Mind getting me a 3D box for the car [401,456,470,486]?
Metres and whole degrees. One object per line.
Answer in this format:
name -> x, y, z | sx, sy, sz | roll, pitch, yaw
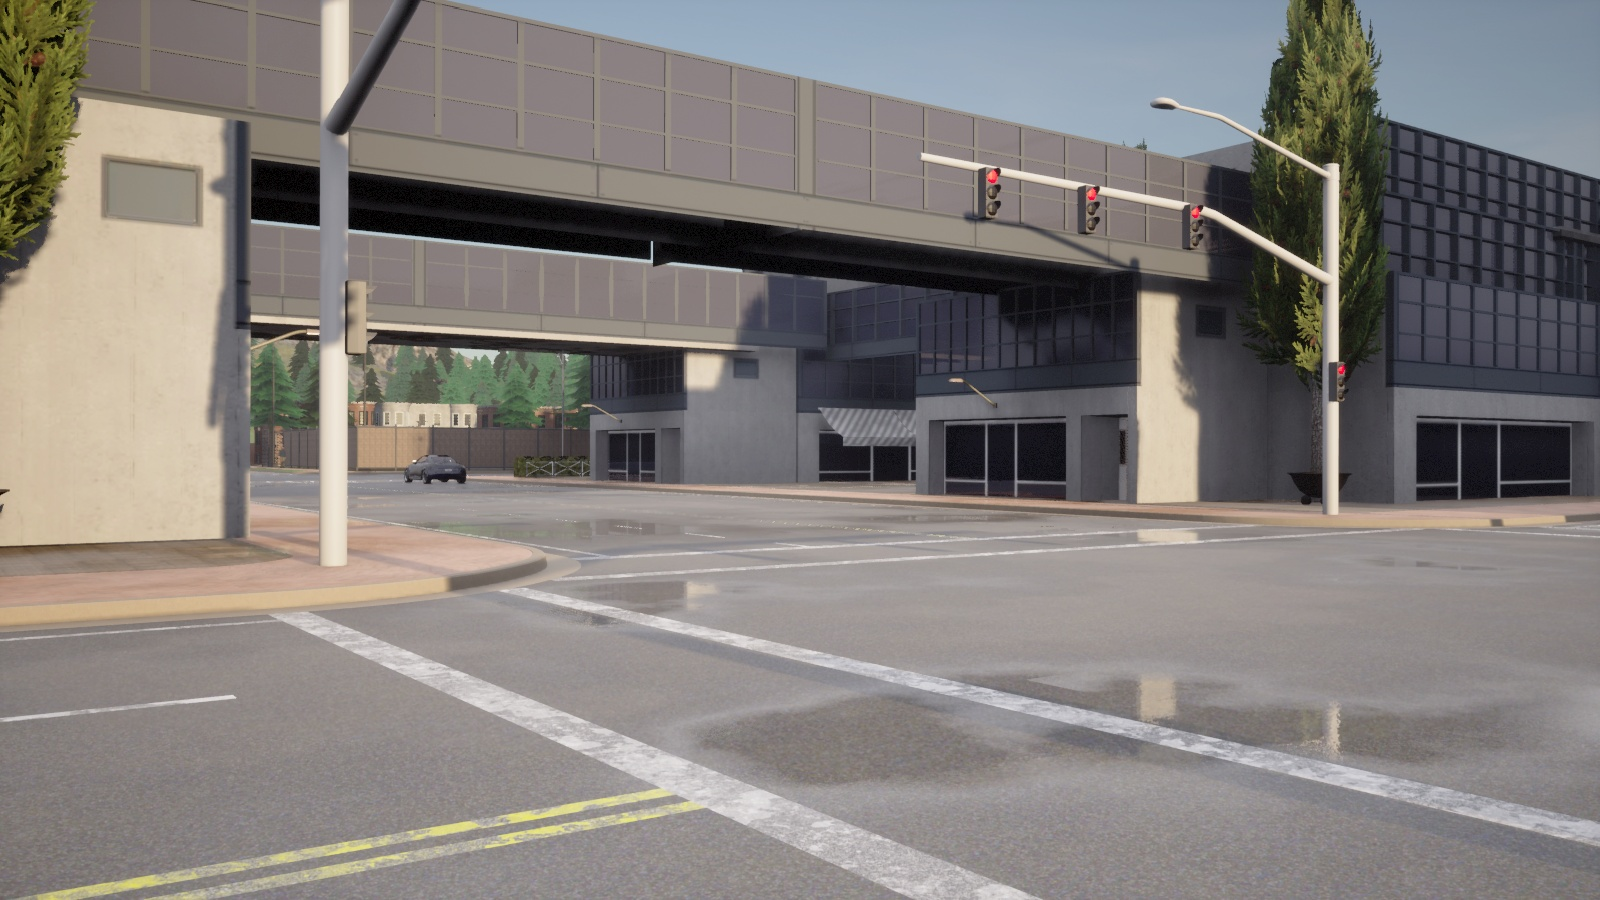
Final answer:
car -> -17.685, 0.995, 60.802 | 1.994, 1.385, 4.181 | 0, 0, -34
